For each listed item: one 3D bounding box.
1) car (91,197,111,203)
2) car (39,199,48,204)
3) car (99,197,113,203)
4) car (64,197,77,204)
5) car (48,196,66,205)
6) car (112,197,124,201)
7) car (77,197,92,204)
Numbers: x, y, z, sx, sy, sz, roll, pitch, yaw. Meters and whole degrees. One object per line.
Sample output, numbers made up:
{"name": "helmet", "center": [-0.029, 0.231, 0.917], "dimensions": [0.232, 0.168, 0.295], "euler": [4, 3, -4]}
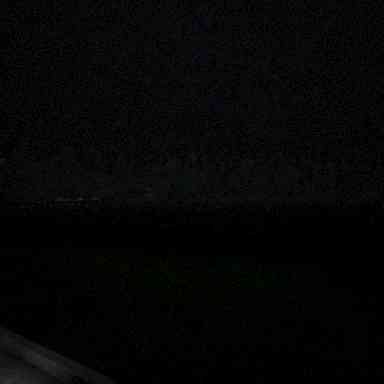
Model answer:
{"name": "car", "center": [-21.983, 2.284, 81.039], "dimensions": [1.994, 1.385, 4.181], "euler": [-1, 0, 11]}
{"name": "car", "center": [-35.818, 2.392, 83.217], "dimensions": [2.033, 1.411, 5.357], "euler": [-1, 0, 11]}
{"name": "car", "center": [-23.574, 2.210, 91.517], "dimensions": [1.994, 1.385, 4.181], "euler": [-1, 0, 11]}
{"name": "car", "center": [-28.856, 2.389, 82.362], "dimensions": [1.895, 1.301, 4.718], "euler": [-1, 0, 11]}
{"name": "car", "center": [-32.376, 2.036, 82.602], "dimensions": [2.150, 2.045, 5.566], "euler": [-1, 0, 11]}
{"name": "car", "center": [-20.135, 2.104, 90.871], "dimensions": [1.882, 1.535, 5.008], "euler": [-1, 0, 11]}
{"name": "car", "center": [-25.412, 2.108, 81.750], "dimensions": [2.097, 1.767, 4.553], "euler": [-1, 0, 11]}
